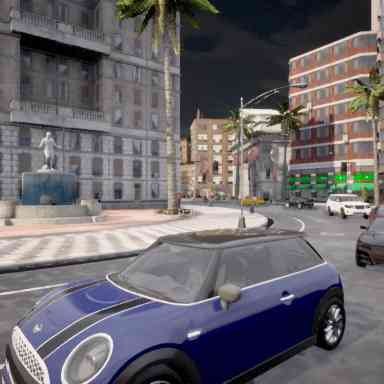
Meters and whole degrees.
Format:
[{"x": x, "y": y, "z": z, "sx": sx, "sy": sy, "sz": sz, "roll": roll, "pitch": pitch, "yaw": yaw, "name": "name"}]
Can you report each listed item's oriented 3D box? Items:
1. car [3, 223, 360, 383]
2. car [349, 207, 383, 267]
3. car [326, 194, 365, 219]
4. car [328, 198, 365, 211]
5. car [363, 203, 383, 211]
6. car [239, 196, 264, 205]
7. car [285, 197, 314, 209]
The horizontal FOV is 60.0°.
[{"x": 0.109, "y": 1.352, "z": 4.473, "sx": 4.553, "sy": 1.767, "sz": 2.097, "roll": 0, "pitch": 0, "yaw": -39, "name": "car"}, {"x": 6.746, "y": 1.478, "z": 10.851, "sx": 1.882, "sy": 1.535, "sz": 5.008, "roll": 0, "pitch": 0, "yaw": 37, "name": "car"}, {"x": 13.910, "y": 1.221, "z": 29.884, "sx": 2.150, "sy": 2.045, "sz": 5.566, "roll": 0, "pitch": 0, "yaw": 4, "name": "car"}, {"x": 19.753, "y": 1.526, "z": 42.738, "sx": 1.812, "sy": 1.442, "sz": 4.674, "roll": 0, "pitch": 0, "yaw": -12, "name": "car"}, {"x": 11.654, "y": 1.526, "z": 19.644, "sx": 1.812, "sy": 1.442, "sz": 4.674, "roll": 0, "pitch": 0, "yaw": 19, "name": "car"}, {"x": 10.145, "y": 1.478, "z": 57.149, "sx": 1.882, "sy": 1.535, "sz": 5.008, "roll": 0, "pitch": 0, "yaw": -35, "name": "car"}, {"x": 15.039, "y": 1.505, "z": 46.701, "sx": 1.837, "sy": 1.490, "sz": 4.892, "roll": 0, "pitch": 0, "yaw": -17, "name": "car"}]
